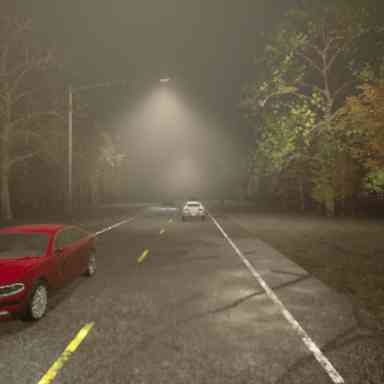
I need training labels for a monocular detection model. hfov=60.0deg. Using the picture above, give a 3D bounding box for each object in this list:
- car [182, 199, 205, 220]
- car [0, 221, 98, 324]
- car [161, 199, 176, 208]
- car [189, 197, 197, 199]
[{"bbox_3d":[0.134,1.570,28.757,1.812,1.442,4.674,0,0,0],"label":"car"},{"bbox_3d":[-3.592,1.493,7.454,1.882,1.535,5.008,0,0,0],"label":"car"},{"bbox_3d":[-3.508,1.669,49.994,1.895,1.301,4.718,0,0,1],"label":"car"},{"bbox_3d":[0.158,1.574,50.775,1.837,1.490,4.892,0,0,0],"label":"car"}]
